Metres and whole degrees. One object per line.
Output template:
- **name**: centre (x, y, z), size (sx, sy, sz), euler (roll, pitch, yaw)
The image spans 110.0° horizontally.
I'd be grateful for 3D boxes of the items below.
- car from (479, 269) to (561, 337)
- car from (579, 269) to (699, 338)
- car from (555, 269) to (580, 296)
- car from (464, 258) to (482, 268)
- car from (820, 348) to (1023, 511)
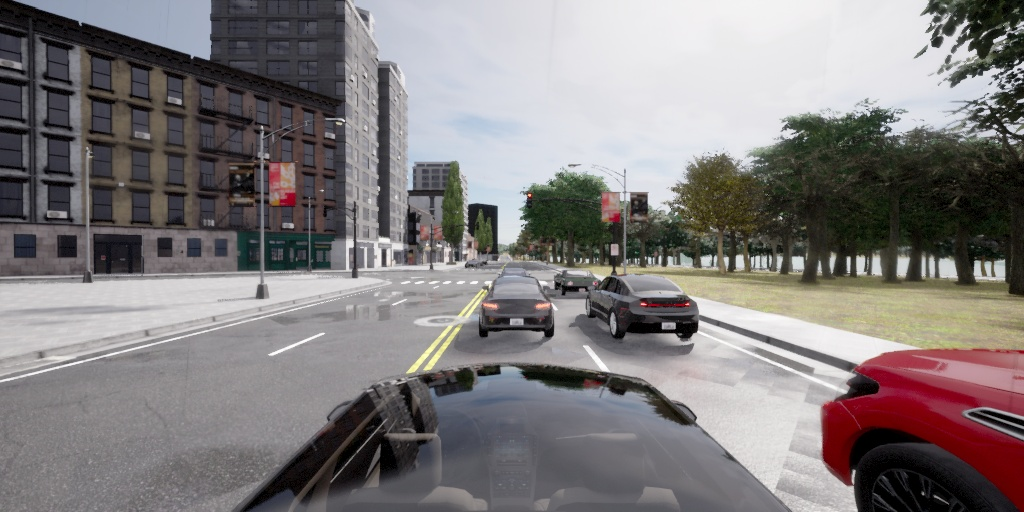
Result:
- **car**: centre (0.116, 1.274, 10.136), size (1.812, 1.442, 4.674), euler (0, 0, 0)
- **car**: centre (3.363, 1.253, 10.098), size (1.837, 1.490, 4.892), euler (0, 0, 0)
- **car**: centre (3.379, 1.347, 19.411), size (1.895, 1.301, 4.718), euler (0, 0, 0)
- **car**: centre (-6.492, 1.298, 58.217), size (1.994, 1.385, 4.181), euler (0, 0, 0)
- **car**: centre (3.348, 0.972, 0.235), size (2.150, 2.045, 5.566), euler (0, 0, 0)
